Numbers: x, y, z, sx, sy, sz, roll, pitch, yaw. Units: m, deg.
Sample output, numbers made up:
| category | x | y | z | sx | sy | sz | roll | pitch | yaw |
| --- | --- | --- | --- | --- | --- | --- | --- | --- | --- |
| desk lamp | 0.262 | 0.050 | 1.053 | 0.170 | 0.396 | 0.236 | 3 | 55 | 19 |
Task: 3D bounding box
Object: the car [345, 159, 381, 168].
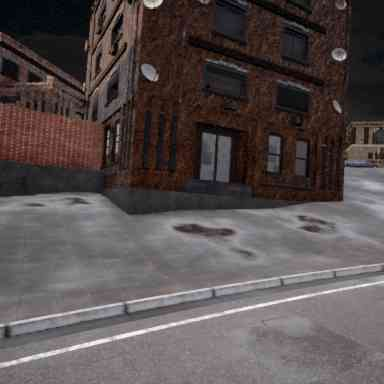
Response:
| category | x | y | z | sx | sy | sz | roll | pitch | yaw |
| --- | --- | --- | --- | --- | --- | --- | --- | --- | --- |
| car | 21.219 | -3.296 | 41.902 | 4.553 | 1.767 | 2.185 | 2 | -3 | 15 |
